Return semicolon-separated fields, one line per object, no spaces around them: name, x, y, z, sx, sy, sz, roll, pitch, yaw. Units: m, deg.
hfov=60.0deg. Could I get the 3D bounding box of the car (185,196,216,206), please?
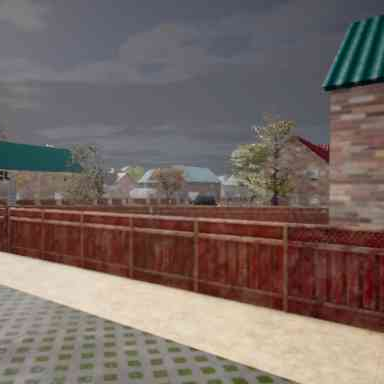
car;1.302;1.558;47.055;2.150;2.045;5.566;1;0;35
